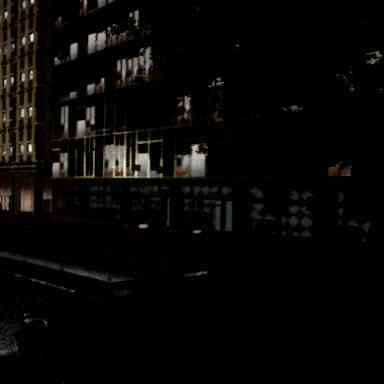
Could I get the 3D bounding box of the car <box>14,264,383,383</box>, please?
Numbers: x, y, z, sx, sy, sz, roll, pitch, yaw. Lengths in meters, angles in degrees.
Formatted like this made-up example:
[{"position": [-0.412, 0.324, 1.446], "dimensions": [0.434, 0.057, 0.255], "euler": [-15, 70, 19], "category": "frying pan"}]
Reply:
[{"position": [0.335, 1.542, 3.446], "dimensions": [5.357, 1.411, 2.033], "euler": [0, 0, 35], "category": "car"}]
